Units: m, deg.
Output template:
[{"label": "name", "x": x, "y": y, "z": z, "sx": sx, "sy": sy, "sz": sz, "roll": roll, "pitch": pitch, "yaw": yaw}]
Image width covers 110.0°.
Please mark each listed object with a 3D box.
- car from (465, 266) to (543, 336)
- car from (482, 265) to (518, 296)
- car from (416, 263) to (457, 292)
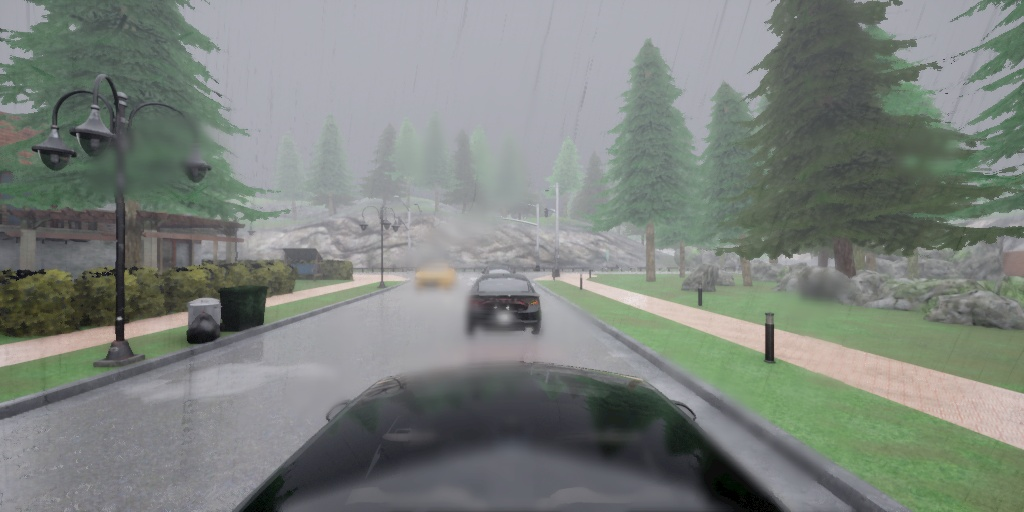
[{"label": "car", "x": -0.269, "y": 1.228, "z": 10.474, "sx": 1.882, "sy": 1.535, "sz": 5.008, "roll": 0, "pitch": 0, "yaw": -3}, {"label": "car", "x": -0.739, "y": 1.276, "z": 20.159, "sx": 1.812, "sy": 1.442, "sz": 4.674, "roll": 0, "pitch": 0, "yaw": -3}, {"label": "car", "x": -4.464, "y": 1.227, "z": 21.689, "sx": 1.882, "sy": 1.535, "sz": 5.008, "roll": 0, "pitch": 0, "yaw": -3}]
